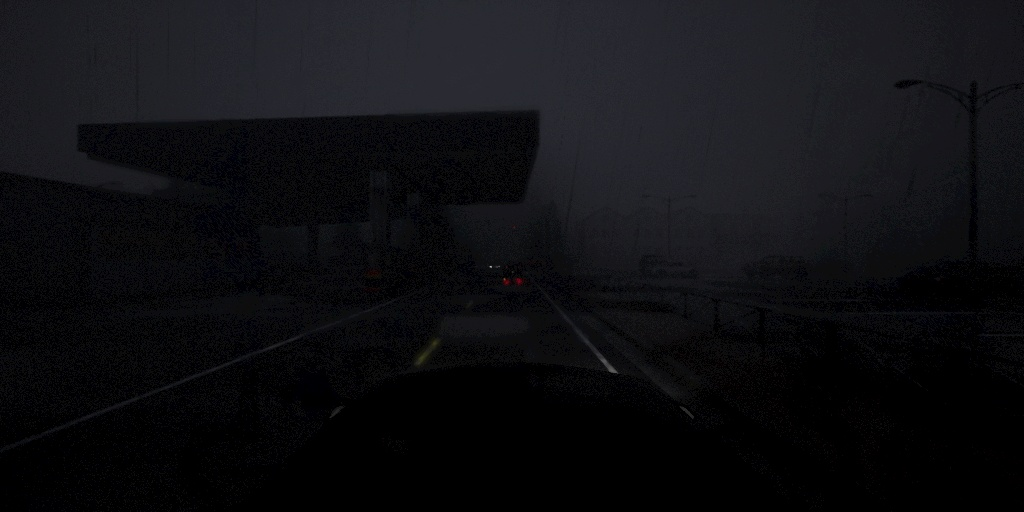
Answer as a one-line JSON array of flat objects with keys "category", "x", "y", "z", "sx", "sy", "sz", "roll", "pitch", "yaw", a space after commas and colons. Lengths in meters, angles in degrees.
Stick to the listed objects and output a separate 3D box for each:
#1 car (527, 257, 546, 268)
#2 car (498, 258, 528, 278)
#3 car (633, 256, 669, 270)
[{"category": "car", "x": 2.989, "y": 0.909, "z": 56.134, "sx": 4.553, "sy": 1.767, "sz": 2.097, "roll": -1, "pitch": 0, "yaw": 27}, {"category": "car", "x": 0.087, "y": 1.229, "z": 34.045, "sx": 2.128, "sy": 1.511, "sz": 4.902, "roll": 0, "pitch": 0, "yaw": 0}, {"category": "car", "x": 20.869, "y": 1.059, "z": 54.670, "sx": 4.674, "sy": 1.442, "sz": 1.812, "roll": 0, "pitch": 0, "yaw": 0}]
